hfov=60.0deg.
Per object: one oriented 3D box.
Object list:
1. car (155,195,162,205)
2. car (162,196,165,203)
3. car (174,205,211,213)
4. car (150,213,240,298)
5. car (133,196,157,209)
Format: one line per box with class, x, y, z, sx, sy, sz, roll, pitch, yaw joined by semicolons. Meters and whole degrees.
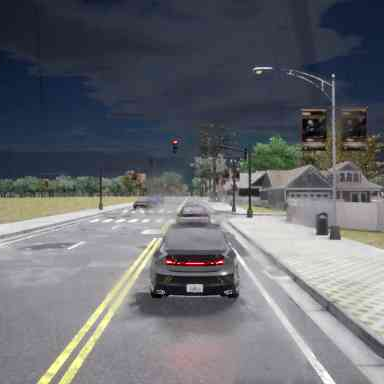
car;-6.643;1.482;55.388;1.882;1.535;5.008;0;0;0
car;-6.604;1.356;65.692;2.097;1.767;4.553;0;0;0
car;0.055;1.501;18.770;2.128;1.511;4.902;0;0;-2
car;0.075;1.510;8.500;1.837;1.490;4.892;0;0;1
car;-6.623;1.556;45.525;2.033;1.411;5.357;0;0;4
